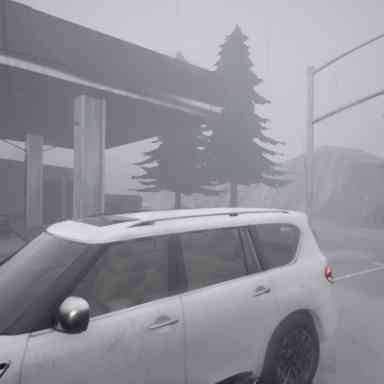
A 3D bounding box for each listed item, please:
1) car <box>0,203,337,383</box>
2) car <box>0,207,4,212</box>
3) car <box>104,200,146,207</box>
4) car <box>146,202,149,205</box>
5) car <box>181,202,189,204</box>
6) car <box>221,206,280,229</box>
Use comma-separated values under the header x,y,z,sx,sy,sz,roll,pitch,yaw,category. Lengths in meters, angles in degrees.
x,y,z,sx,sy,sz,roll,pitch,yaw,category
-0.746,1.256,3.520,5.566,2.045,2.150,-1,0,-36,car
-11.583,1.521,18.529,2.242,1.667,4.611,1,0,-36,car
-4.452,1.444,18.318,1.905,1.878,3.866,1,0,-36,car
-6.509,1.646,40.240,1.812,1.442,4.674,1,0,-35,car
-0.647,1.715,31.911,1.812,1.442,4.674,1,0,-35,car
4.267,1.811,24.911,1.994,1.385,4.181,1,0,-35,car
